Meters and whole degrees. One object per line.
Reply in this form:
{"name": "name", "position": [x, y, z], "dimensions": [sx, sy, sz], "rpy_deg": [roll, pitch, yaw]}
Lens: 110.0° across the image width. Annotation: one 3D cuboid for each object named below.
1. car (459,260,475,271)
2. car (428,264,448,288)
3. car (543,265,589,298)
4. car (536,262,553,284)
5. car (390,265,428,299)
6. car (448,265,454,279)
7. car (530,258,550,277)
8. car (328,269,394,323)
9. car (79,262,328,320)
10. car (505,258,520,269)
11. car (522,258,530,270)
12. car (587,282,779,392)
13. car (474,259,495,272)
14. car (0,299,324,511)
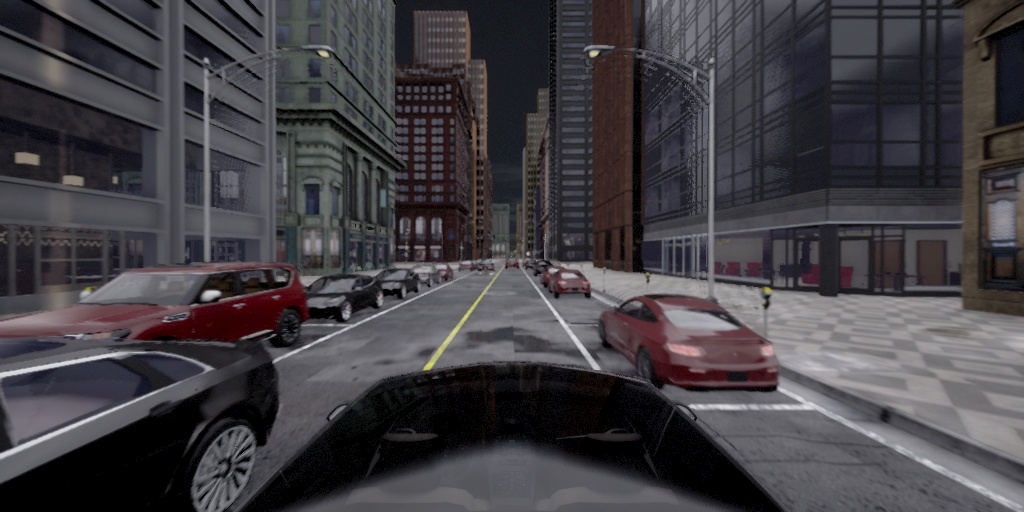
{"name": "car", "position": [-5.752, 1.258, 45.918], "dimensions": [1.802, 1.307, 4.207], "rpy_deg": [0, 0, 0]}
{"name": "car", "position": [-5.758, 1.259, 23.371], "dimensions": [2.007, 1.370, 4.403], "rpy_deg": [0, 0, 0]}
{"name": "car", "position": [2.766, 1.301, 17.738], "dimensions": [1.802, 1.307, 4.207], "rpy_deg": [0, 0, 0]}
{"name": "car", "position": [2.767, 1.290, 23.375], "dimensions": [1.802, 1.307, 4.207], "rpy_deg": [0, 0, 0]}
{"name": "car", "position": [-5.759, 1.284, 17.735], "dimensions": [1.948, 1.339, 4.313], "rpy_deg": [0, 0, 0]}
{"name": "car", "position": [-5.756, 1.281, 29.008], "dimensions": [1.802, 1.307, 4.207], "rpy_deg": [0, 0, 0]}
{"name": "car", "position": [3.008, 1.196, 34.863], "dimensions": [1.837, 1.490, 4.892], "rpy_deg": [0, 0, 0]}
{"name": "car", "position": [-5.760, 1.295, 12.099], "dimensions": [1.948, 1.339, 4.313], "rpy_deg": [0, 0, 0]}
{"name": "car", "position": [-5.762, 1.055, 6.462], "dimensions": [2.192, 1.841, 5.009], "rpy_deg": [0, 0, 0]}
{"name": "car", "position": [0.057, 1.019, 54.245], "dimensions": [2.097, 1.767, 4.553], "rpy_deg": [0, 0, 1]}
{"name": "car", "position": [2.774, 1.236, 51.554], "dimensions": [1.948, 1.339, 4.313], "rpy_deg": [0, 0, 0]}
{"name": "car", "position": [2.763, 1.323, 6.466], "dimensions": [1.802, 1.307, 4.207], "rpy_deg": [0, 0, 0]}
{"name": "car", "position": [-3.073, 1.243, 43.371], "dimensions": [1.994, 1.385, 4.181], "rpy_deg": [0, 0, 0]}
{"name": "car", "position": [-3.100, 1.242, 1.374], "dimensions": [2.128, 1.511, 4.902], "rpy_deg": [0, 0, 0]}
